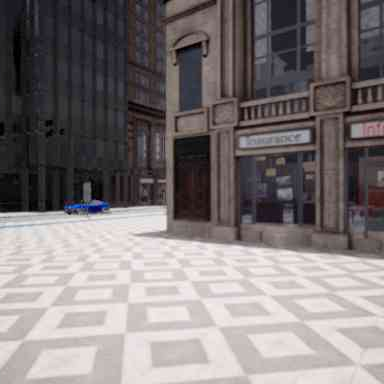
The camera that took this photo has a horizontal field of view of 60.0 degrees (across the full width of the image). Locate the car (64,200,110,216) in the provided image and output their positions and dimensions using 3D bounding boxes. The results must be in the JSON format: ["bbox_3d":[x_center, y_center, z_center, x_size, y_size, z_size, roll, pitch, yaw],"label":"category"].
[{"bbox_3d":[-11.080,1.600,35.330,1.882,1.535,5.008,0,0,36],"label":"car"}]
